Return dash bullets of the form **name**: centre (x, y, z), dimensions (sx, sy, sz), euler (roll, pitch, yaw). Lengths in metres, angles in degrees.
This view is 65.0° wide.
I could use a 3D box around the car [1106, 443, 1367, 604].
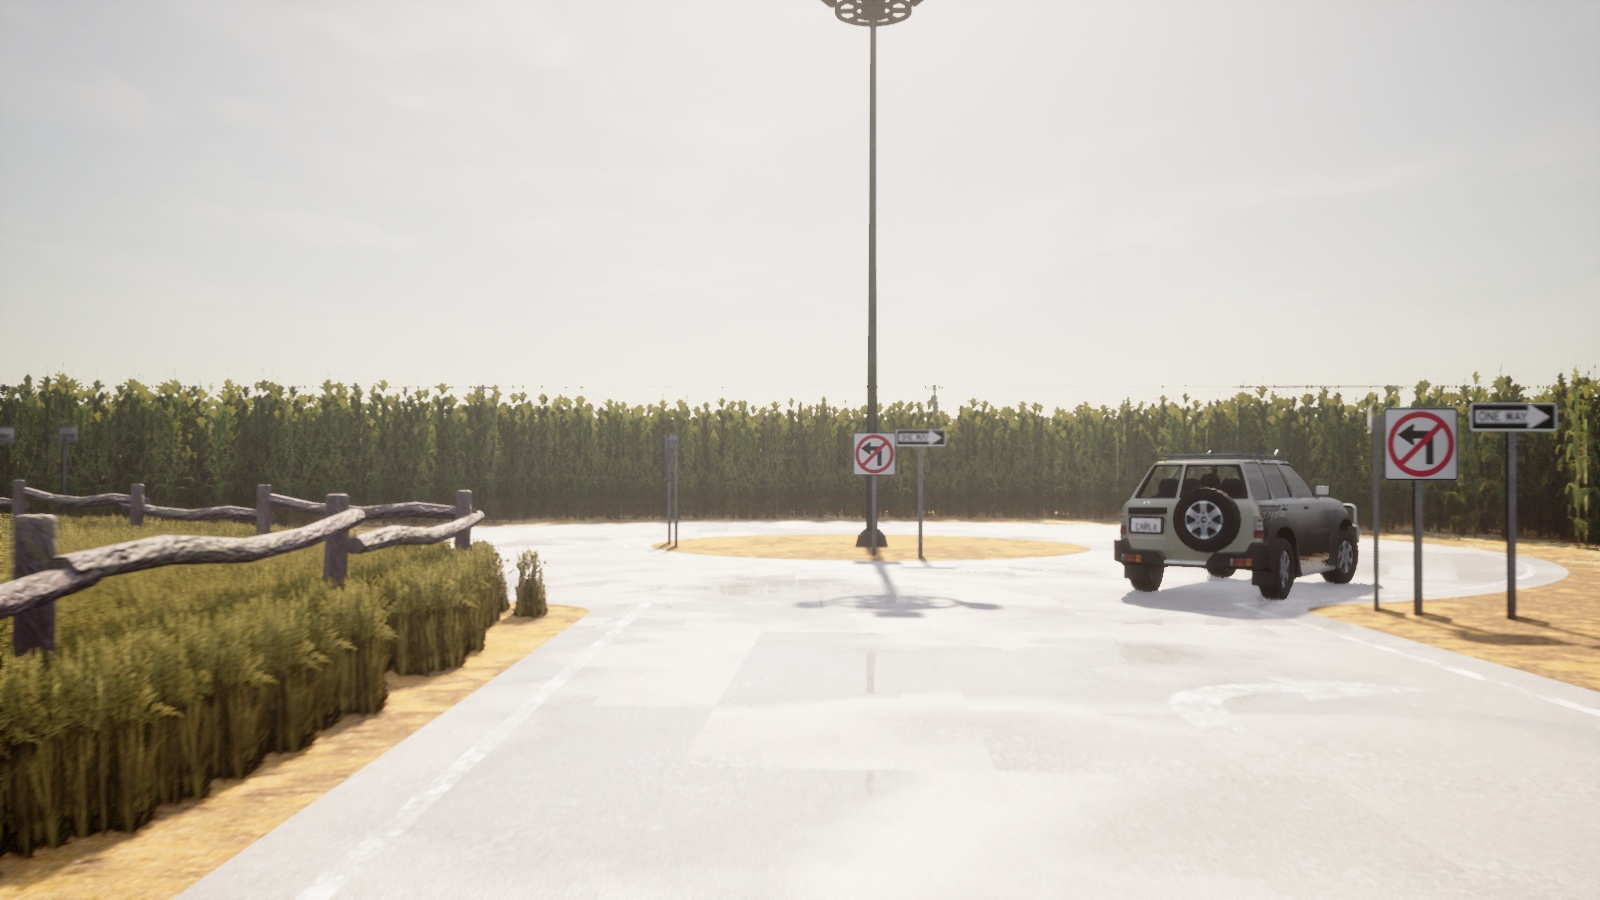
- **car**: centre (6.006, 0.890, 16.917), dimensions (1.932, 1.855, 4.605), euler (-1, -1, 38)
